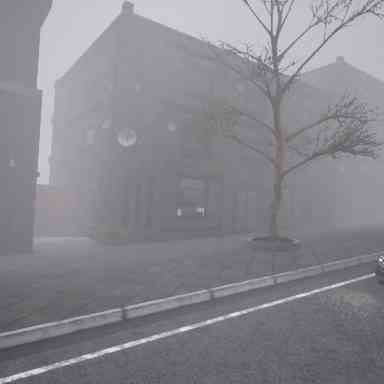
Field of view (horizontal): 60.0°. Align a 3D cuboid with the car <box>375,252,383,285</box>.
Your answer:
[{"bbox_3d":[6.415,1.533,8.235,4.674,1.442,1.812,0,0,-35],"label":"car"}]
